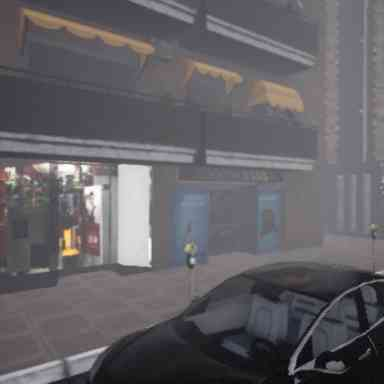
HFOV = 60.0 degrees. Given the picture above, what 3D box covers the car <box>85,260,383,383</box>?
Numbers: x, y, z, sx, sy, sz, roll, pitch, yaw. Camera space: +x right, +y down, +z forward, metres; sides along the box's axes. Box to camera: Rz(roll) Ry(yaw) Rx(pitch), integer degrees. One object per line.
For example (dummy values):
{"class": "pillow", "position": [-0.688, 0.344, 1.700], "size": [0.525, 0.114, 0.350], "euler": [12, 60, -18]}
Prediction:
{"class": "car", "position": [1.070, 1.555, 3.634], "size": [4.313, 1.339, 1.947], "euler": [0, 0, -35]}
